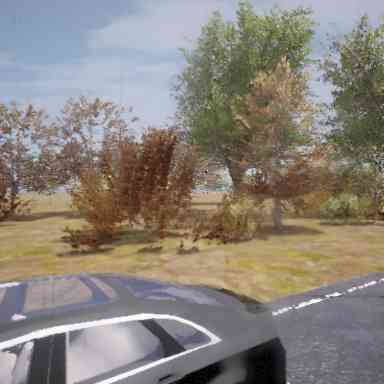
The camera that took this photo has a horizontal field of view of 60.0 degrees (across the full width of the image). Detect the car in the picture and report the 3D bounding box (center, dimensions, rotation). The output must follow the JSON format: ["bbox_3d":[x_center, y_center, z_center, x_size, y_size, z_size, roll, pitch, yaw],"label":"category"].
[{"bbox_3d":[-1.406,1.491,2.334,4.902,1.511,2.128,0,0,-35],"label":"car"}]
